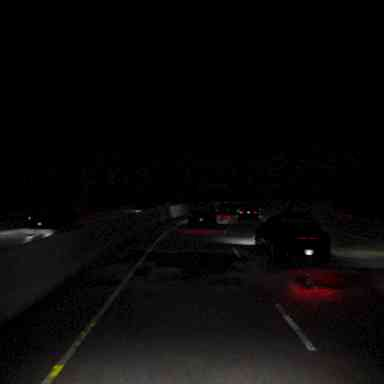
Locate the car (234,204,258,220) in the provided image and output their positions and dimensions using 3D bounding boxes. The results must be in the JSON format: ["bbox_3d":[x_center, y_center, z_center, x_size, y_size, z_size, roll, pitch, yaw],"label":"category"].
[{"bbox_3d":[5.366,1.850,31.089,2.033,1.411,5.357,0,-1,11],"label":"car"}]

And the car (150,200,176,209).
[{"bbox_3d":[-3.123,1.927,41.194,1.812,1.442,4.674,0,-1,16],"label":"car"}]

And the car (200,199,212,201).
[{"bbox_3d":[2.565,2.113,64.181,2.128,1.511,4.902,0,-1,29],"label":"car"}]

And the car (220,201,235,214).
[{"bbox_3d":[4.400,1.892,41.239,2.128,1.511,4.902,0,-1,16],"label":"car"}]

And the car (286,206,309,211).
[{"bbox_3d":[8.053,1.776,25.653,1.812,1.442,4.674,0,-1,7],"label":"car"}]

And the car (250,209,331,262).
[{"bbox_3d":[3.634,1.629,12.687,1.837,1.490,4.892,0,-1,1],"label":"car"}]

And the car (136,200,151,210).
[{"bbox_3d":[-6.872,2.010,52.066,1.837,1.490,4.892,0,0,21],"label":"car"}]

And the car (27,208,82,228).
[{"bbox_3d":[-9.918,1.838,24.300,1.895,1.301,4.718,0,-1,6],"label":"car"}]

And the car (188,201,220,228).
[{"bbox_3d":[0.891,1.718,24.591,1.882,1.535,5.008,0,-1,6],"label":"car"}]
